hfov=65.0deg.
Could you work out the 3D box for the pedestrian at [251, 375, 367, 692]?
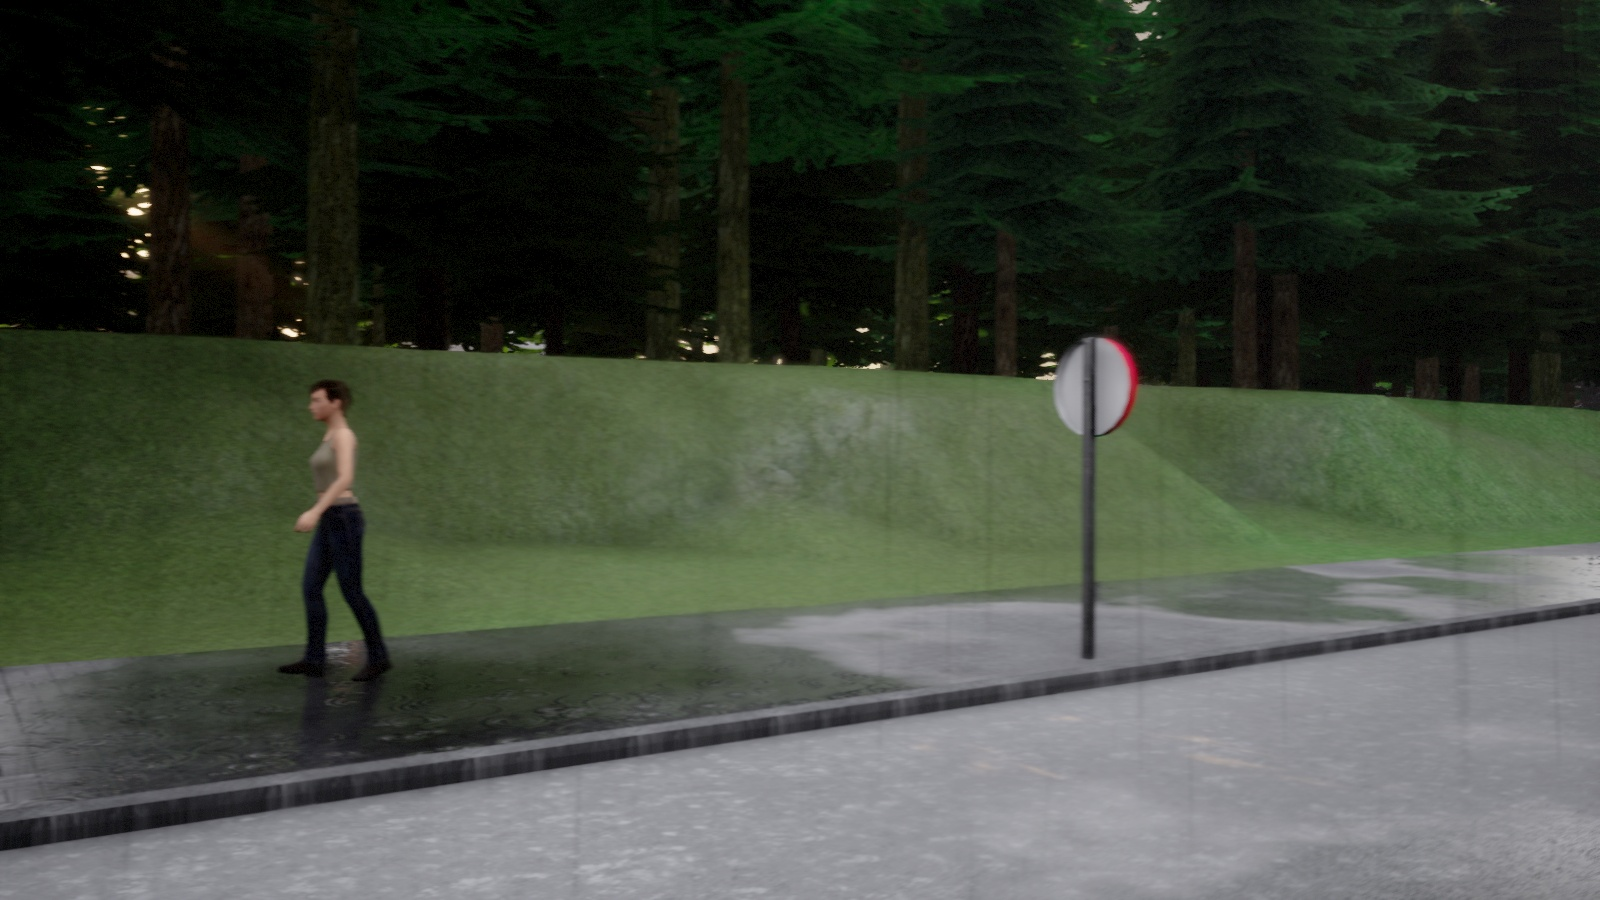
[{"bbox_3d":[-2.963,0.485,7.578,0.594,1.836,0.345,0,0,-32],"label":"pedestrian"}]
